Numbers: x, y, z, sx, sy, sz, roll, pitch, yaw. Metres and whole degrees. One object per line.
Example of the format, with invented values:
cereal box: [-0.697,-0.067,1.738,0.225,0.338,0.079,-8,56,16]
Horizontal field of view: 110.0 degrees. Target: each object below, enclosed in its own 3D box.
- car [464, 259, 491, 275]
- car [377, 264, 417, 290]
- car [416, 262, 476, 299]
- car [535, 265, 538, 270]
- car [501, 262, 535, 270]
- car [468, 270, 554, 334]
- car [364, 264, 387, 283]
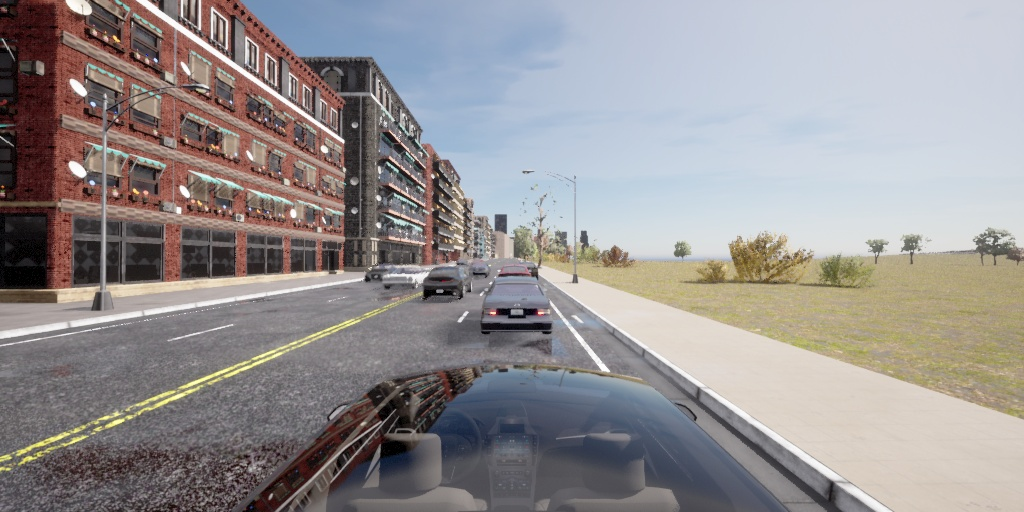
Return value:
car: [-3.082,1.302,34.537,2.033,1.411,5.357,0,0,0]
car: [-6.556,1.354,22.698,1.895,1.301,4.718,0,0,0]
car: [-3.116,1.259,17.942,1.837,1.490,4.892,0,0,0]
car: [1.200,1.232,30.517,1.882,1.535,5.008,0,0,0]
car: [0.144,1.231,21.079,1.882,1.535,5.008,0,0,0]
car: [0.118,1.299,10.540,2.033,1.411,5.357,0,0,0]
car: [-9.794,1.318,27.798,1.994,1.385,4.181,0,0,0]
